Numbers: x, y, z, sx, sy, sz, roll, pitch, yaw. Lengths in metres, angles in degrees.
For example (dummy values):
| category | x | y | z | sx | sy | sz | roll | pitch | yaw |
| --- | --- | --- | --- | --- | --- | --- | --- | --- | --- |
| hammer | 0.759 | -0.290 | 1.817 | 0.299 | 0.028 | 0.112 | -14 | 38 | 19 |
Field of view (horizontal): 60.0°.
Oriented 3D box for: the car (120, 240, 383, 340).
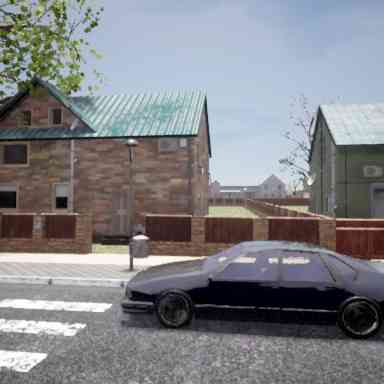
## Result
| category | x | y | z | sx | sy | sz | roll | pitch | yaw |
| --- | --- | --- | --- | --- | --- | --- | --- | --- | --- |
| car | 1.459 | 1.661 | 6.298 | 5.357 | 1.411 | 2.033 | 0 | -2 | 8 |
